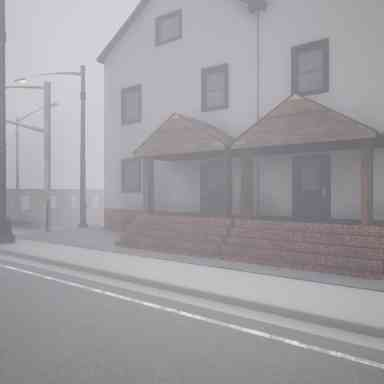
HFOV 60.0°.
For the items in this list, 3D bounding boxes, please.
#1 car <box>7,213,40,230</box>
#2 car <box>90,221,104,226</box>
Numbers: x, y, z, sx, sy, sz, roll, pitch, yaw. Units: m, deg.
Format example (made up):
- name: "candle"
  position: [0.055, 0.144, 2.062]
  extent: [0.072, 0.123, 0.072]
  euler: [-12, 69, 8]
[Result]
- name: "car"
  position: [-15.006, 2.415, 28.000]
  extent: [1.994, 1.385, 4.181]
  euler: [0, -9, 36]
- name: "car"
  position: [-8.949, 3.821, 36.398]
  extent: [2.097, 1.767, 4.553]
  euler: [0, -12, 35]
